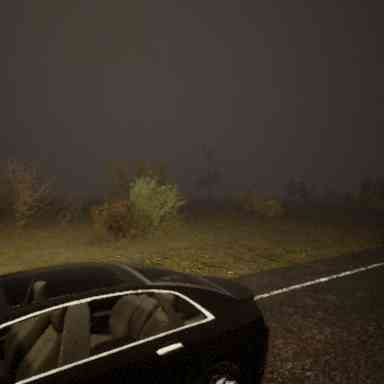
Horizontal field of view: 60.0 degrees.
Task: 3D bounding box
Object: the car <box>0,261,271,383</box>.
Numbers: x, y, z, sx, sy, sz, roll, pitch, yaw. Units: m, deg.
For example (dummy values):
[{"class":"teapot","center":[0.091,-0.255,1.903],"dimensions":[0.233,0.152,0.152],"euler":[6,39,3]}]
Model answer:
[{"class":"car","center":[-1.428,1.502,2.857],"dimensions":[4.892,1.490,1.837],"euler":[0,0,-35]}]
